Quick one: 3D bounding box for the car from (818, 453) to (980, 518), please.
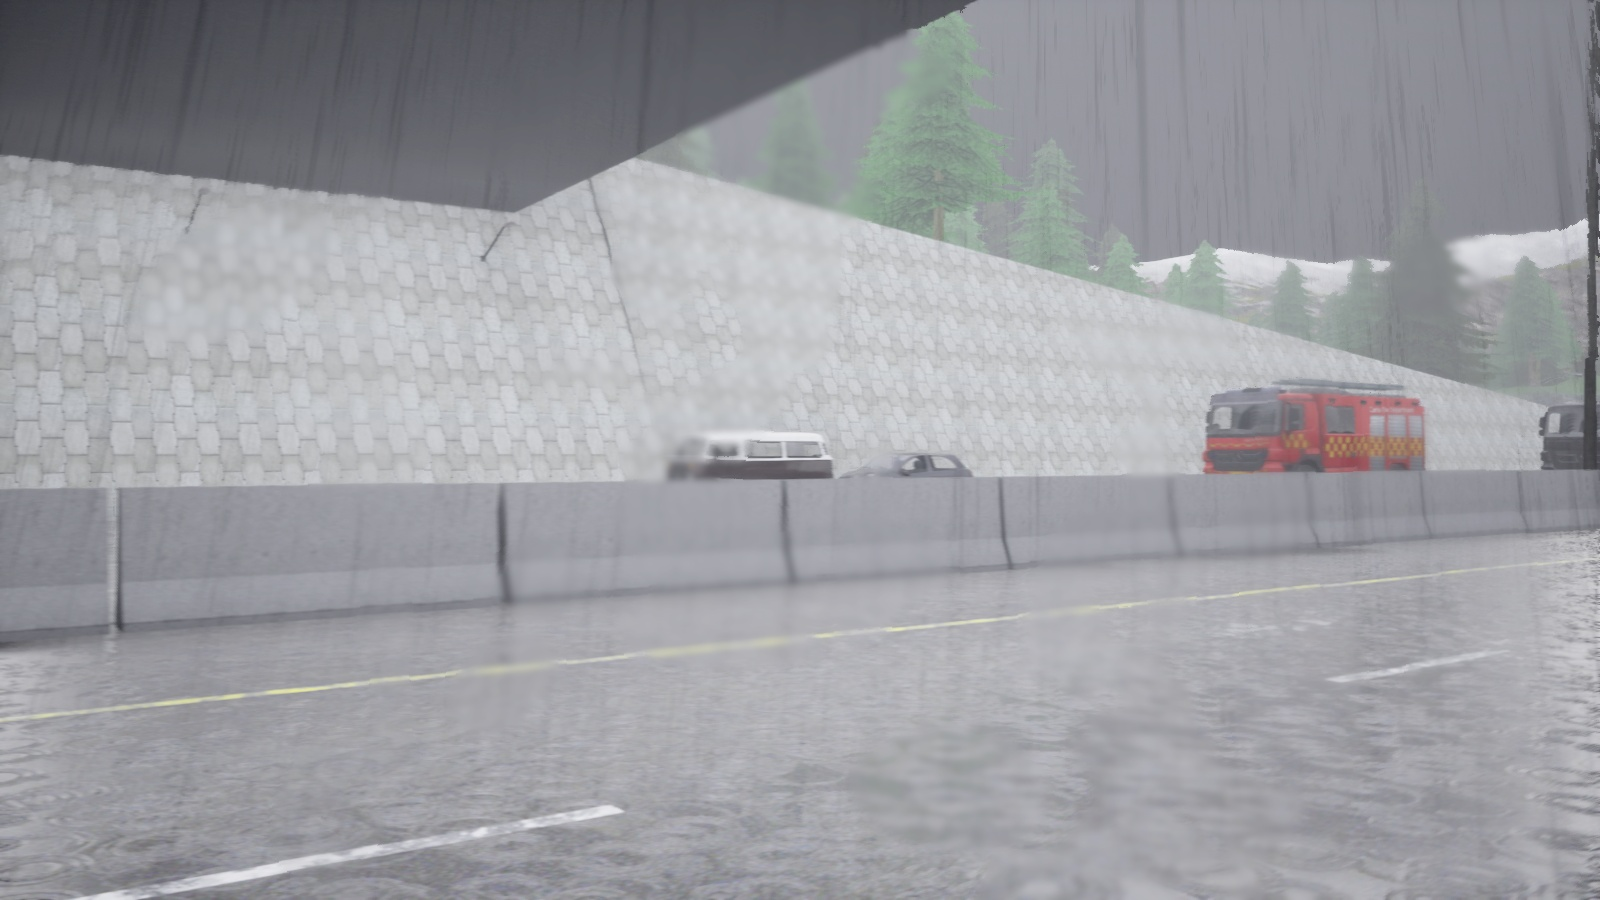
[{"bbox_3d":[2.470,0.829,30.958,3.633,1.501,1.845,0,0,-35],"label":"car"}]

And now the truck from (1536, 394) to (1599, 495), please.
[{"bbox_3d":[30.529,-0.188,46.218,7.936,3.462,2.891,0,0,-35],"label":"truck"}]

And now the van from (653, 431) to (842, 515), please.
[{"bbox_3d":[-1.322,0.551,32.585,4.480,2.038,2.069,0,0,-35],"label":"van"}]

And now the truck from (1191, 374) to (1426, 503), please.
[{"bbox_3d":[16.632,-0.356,40.814,8.468,3.827,2.891,0,0,-35],"label":"truck"}]
